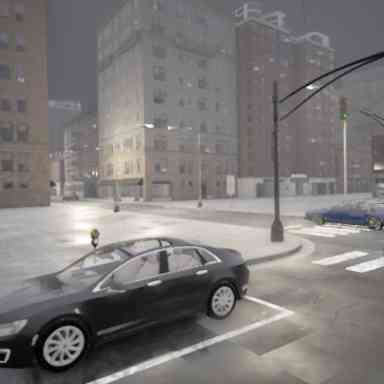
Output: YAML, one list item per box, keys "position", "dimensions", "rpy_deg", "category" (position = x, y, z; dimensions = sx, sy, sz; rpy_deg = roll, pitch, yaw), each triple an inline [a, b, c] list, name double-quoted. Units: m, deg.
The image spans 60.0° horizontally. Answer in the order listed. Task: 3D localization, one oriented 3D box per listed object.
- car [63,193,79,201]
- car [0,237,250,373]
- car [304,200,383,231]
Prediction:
- position: [-21.556, 0.867, 59.176]
  dimensions: [1.812, 1.442, 4.674]
  rpy_deg: [-2, 1, -36]
  category: "car"
- position: [-0.963, 1.498, 5.507]
  dimensions: [4.403, 1.369, 2.008]
  rpy_deg: [-2, 1, -36]
  category: "car"
- position: [8.558, 1.130, 17.293]
  dimensions: [2.033, 1.411, 5.357]
  rpy_deg: [-2, 1, -36]
  category: "car"
